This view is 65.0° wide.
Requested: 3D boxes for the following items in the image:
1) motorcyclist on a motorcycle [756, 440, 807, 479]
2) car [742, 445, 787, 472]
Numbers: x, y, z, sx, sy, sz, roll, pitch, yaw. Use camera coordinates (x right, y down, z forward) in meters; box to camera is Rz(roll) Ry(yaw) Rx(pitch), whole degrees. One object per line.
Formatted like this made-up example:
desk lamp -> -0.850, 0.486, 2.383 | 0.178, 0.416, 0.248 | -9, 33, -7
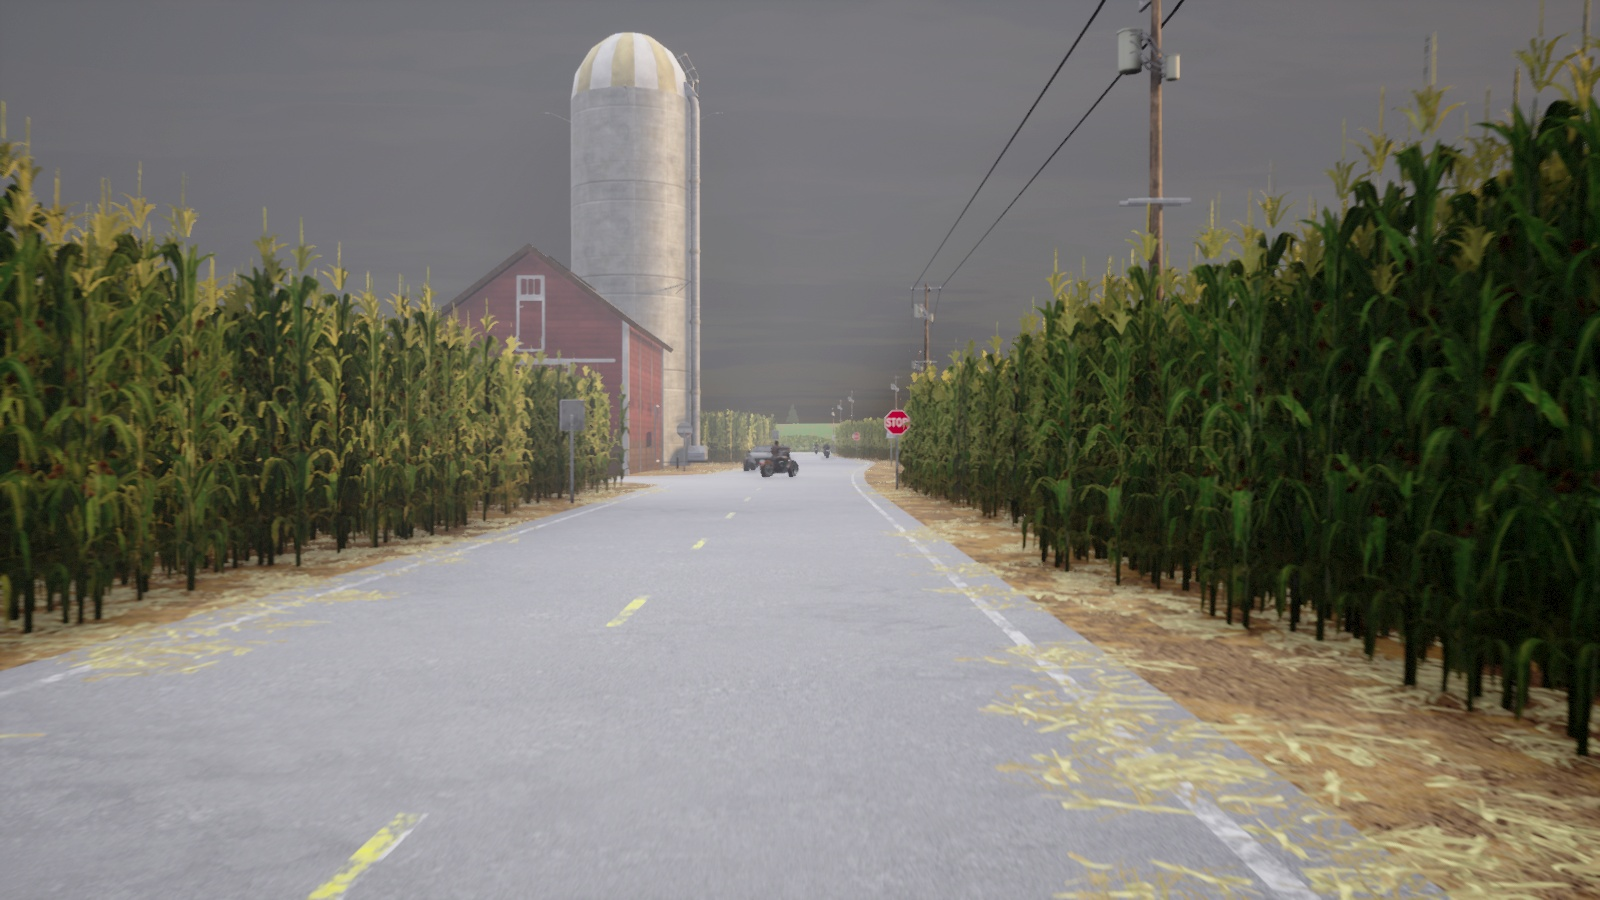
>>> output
motorcyclist on a motorcycle -> -0.792, 0.392, 53.955 | 0.766, 1.649, 2.350 | -2, -1, 43
car -> -1.839, 0.434, 66.514 | 1.994, 1.385, 4.181 | 0, 0, 4
